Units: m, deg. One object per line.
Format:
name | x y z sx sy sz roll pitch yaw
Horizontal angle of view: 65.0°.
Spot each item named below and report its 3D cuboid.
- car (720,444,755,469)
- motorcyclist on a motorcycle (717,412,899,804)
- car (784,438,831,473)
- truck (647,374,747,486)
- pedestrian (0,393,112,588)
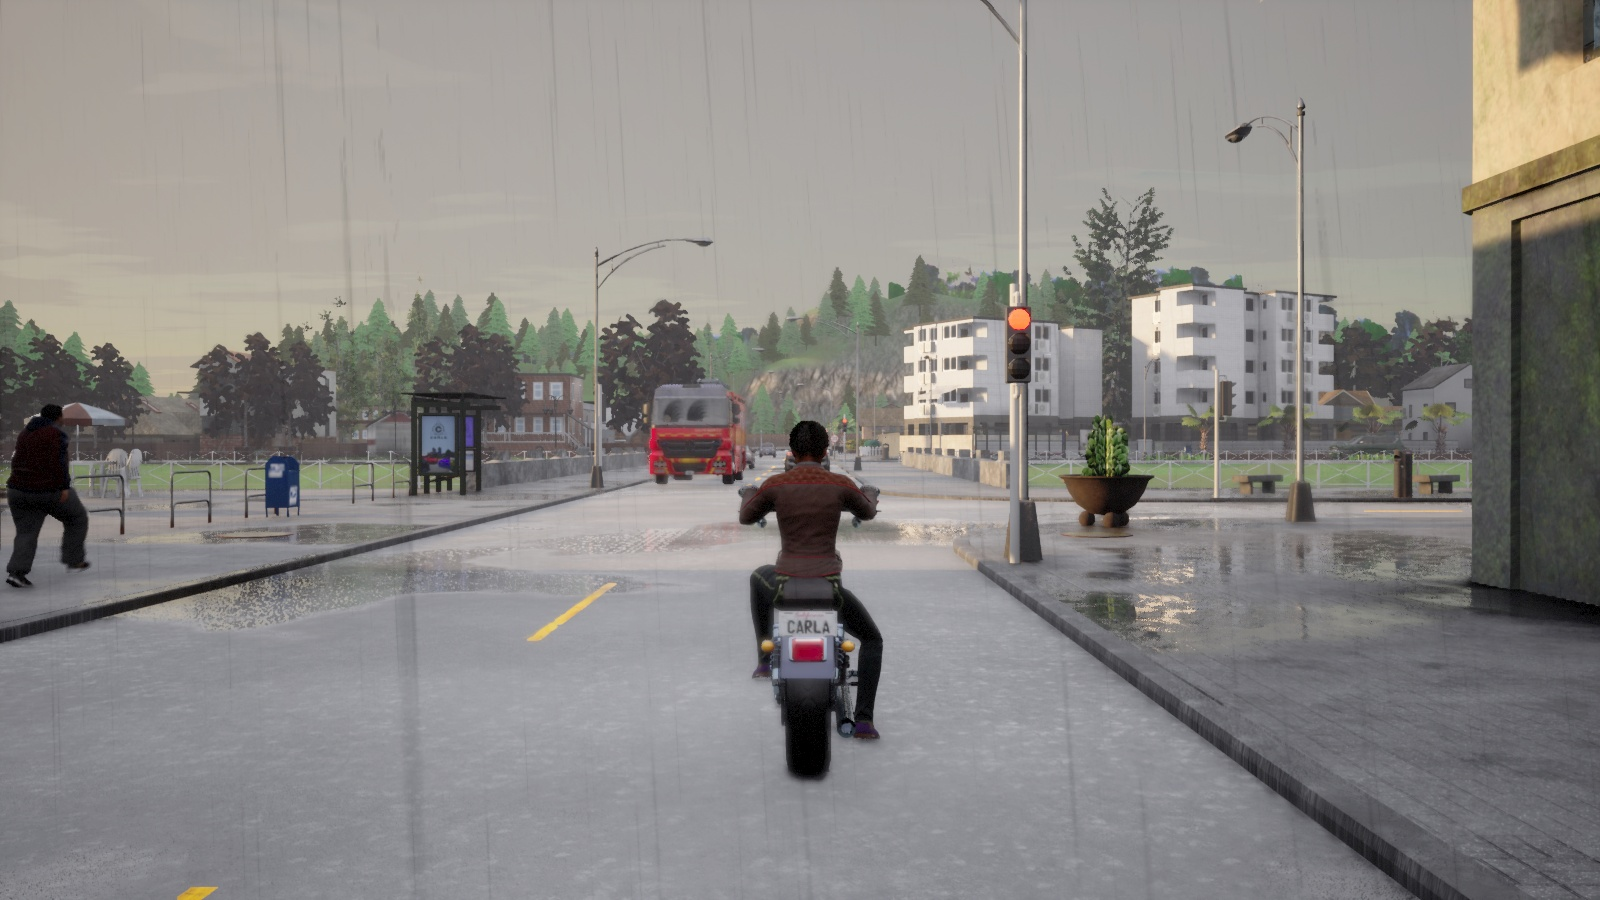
car | -3.593 0.358 72.798 1.812 1.442 4.674 0 0 0
motorcyclist on a motorcycle | 0.046 0.660 6.456 0.766 1.649 2.350 0 0 1
car | 0.351 0.243 61.720 2.242 1.667 4.611 0 0 0
truck | -3.710 -0.686 47.172 2.891 3.827 8.468 0 0 1
pedestrian | -7.397 0.381 12.367 0.634 1.844 0.899 0 0 15
